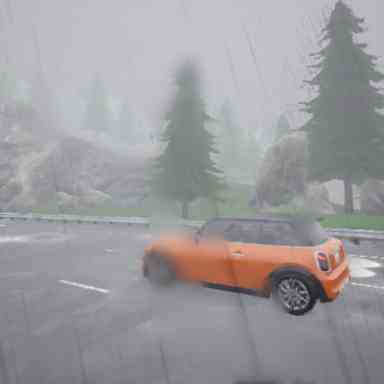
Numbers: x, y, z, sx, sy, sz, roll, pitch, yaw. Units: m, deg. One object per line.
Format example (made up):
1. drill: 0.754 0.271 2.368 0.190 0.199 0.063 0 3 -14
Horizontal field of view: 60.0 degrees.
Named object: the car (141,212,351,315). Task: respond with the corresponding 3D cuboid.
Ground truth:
1. car: 0.997 1.262 7.538 4.553 1.767 2.097 0 1 34
